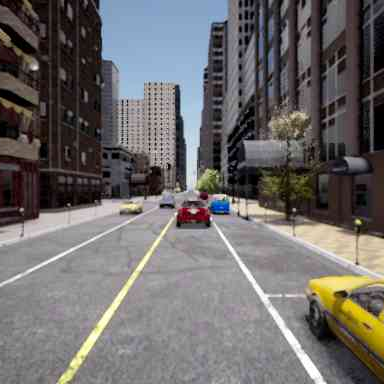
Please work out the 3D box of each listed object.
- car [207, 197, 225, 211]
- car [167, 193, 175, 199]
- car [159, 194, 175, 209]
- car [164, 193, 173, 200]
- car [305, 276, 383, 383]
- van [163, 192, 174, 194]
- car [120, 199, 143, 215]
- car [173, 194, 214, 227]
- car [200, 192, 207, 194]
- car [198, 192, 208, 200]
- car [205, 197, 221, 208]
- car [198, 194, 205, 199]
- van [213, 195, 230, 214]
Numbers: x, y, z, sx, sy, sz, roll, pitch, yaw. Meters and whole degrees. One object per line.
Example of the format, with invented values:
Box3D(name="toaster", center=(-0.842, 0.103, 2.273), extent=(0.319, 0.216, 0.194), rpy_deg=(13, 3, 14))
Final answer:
Box3D(name="car", center=(2.670, 1.305, 37.656), extent=(1.752, 1.417, 4.829), rpy_deg=(0, 0, 0))
Box3D(name="car", center=(-5.738, 0.991, 92.102), extent=(1.967, 1.590, 4.097), rpy_deg=(0, 0, 0))
Box3D(name="car", center=(-3.030, 1.306, 41.584), extent=(2.033, 1.411, 5.357), rpy_deg=(0, 0, 0))
Box3D(name="car", center=(-5.732, 1.031, 81.053), extent=(1.967, 1.590, 4.097), rpy_deg=(0, 0, 0))
Box3D(name="car", center=(2.688, 1.502, 3.673), extent=(1.752, 1.417, 4.829), rpy_deg=(0, 0, 0))
Box3D(name="van", center=(-5.730, 0.953, 75.529), extent=(1.690, 1.788, 3.998), rpy_deg=(0, 0, 0))
Box3D(name="car", center=(-5.707, 1.338, 31.648), extent=(1.752, 1.417, 4.829), rpy_deg=(0, 0, 0))
Box3D(name="car", center=(0.089, 1.222, 21.892), extent=(2.097, 1.767, 4.553), rpy_deg=(0, 0, 0))
Box3D(name="car", center=(2.650, 0.927, 75.536), extent=(2.192, 1.841, 5.009), rpy_deg=(0, 0, 0))
Box3D(name="car", center=(2.647, 0.906, 81.060), extent=(2.192, 1.841, 5.009), rpy_deg=(0, 0, 0))
Box3D(name="car", center=(2.667, 1.333, 43.149), extent=(1.802, 1.307, 4.206), rpy_deg=(0, 0, 0))
Box3D(name="car", center=(2.643, 1.117, 92.109), extent=(1.947, 1.339, 4.313), rpy_deg=(0, 0, 0))
Box3D(name="van", center=(2.673, 1.153, 31.821), extent=(1.690, 1.788, 3.998), rpy_deg=(0, 0, 0))
